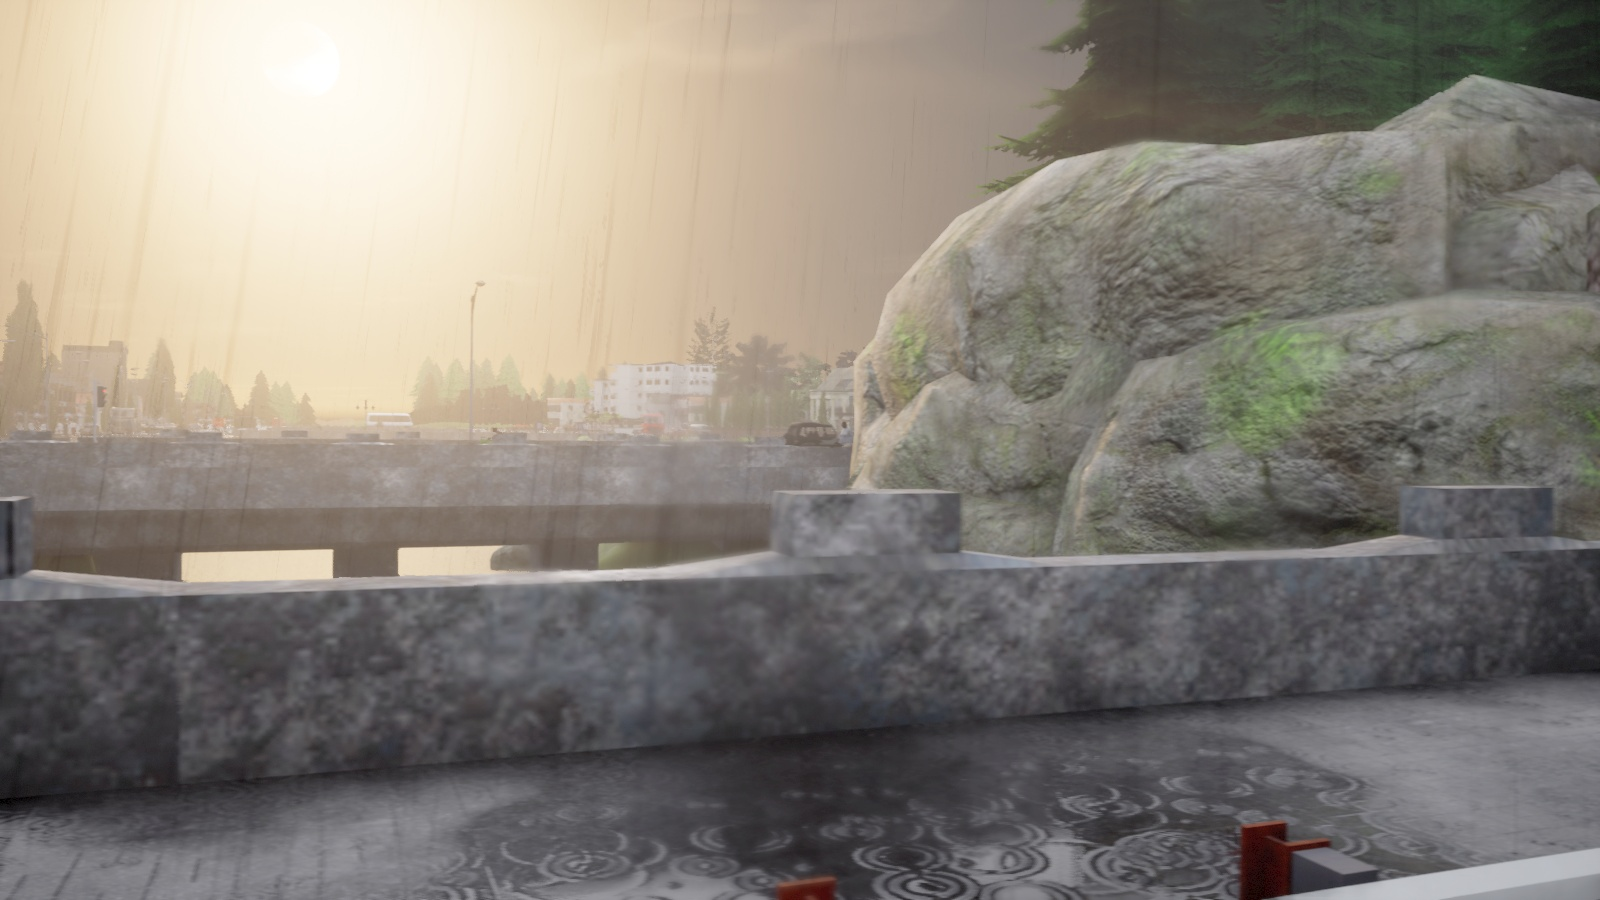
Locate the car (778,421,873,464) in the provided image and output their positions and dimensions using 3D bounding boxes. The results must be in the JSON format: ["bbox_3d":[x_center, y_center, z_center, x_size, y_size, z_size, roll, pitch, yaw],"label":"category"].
[{"bbox_3d":[1.137,-0.348,57.134,3.866,1.878,1.905,-1,1,-21],"label":"car"}]

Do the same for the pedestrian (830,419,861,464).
[{"bbox_3d":[1.879,-0.358,51.941,0.900,1.855,0.874,-1,1,-30],"label":"pedestrian"}]
